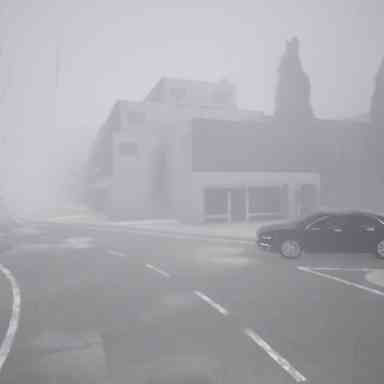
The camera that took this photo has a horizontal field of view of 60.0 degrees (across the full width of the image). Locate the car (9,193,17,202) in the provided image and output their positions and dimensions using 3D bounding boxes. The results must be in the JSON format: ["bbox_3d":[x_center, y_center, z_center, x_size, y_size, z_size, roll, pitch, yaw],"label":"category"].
[{"bbox_3d":[-41.524,1.191,74.921,2.150,2.045,5.566,-1,0,-20],"label":"car"}]

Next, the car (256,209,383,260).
[{"bbox_3d":[4.632,1.359,11.155,4.892,1.490,1.837,0,2,4],"label":"car"}]

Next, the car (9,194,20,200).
[{"bbox_3d":[-45.010,1.305,84.265,1.812,1.442,4.674,-1,0,-20],"label":"car"}]

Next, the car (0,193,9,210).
[{"bbox_3d":[-25.752,1.230,43.110,2.150,2.045,5.566,-1,0,-21],"label":"car"}]

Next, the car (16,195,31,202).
[{"bbox_3d":[-38.219,1.465,76.088,1.994,1.385,4.181,-1,0,-20],"label":"car"}]
